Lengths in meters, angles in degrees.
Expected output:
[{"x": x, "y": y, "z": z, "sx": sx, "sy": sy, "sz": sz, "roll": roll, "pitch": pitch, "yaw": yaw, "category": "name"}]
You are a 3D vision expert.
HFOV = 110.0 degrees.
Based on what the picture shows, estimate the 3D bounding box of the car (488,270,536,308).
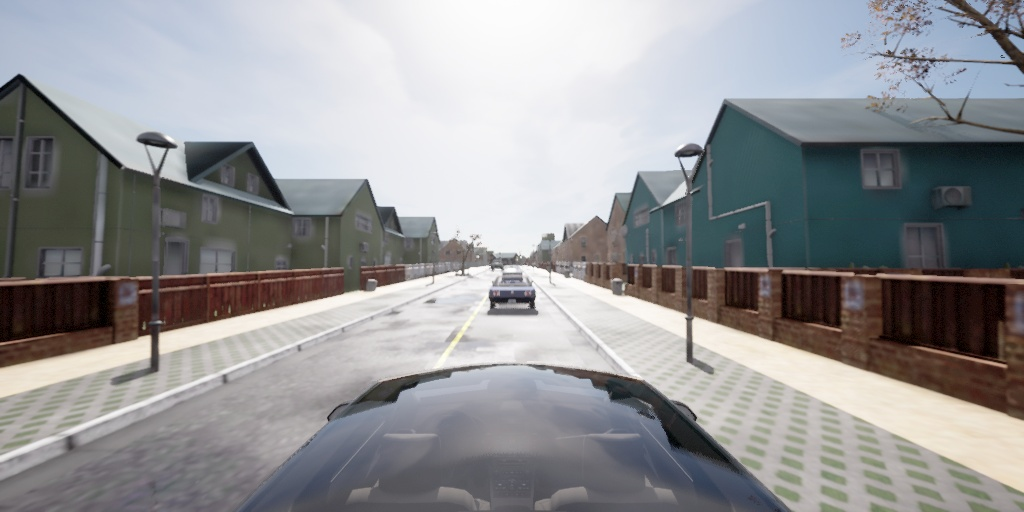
[{"x": 0.014, "y": 1.493, "z": 16.003, "sx": 1.895, "sy": 1.301, "sz": 4.718, "roll": 0, "pitch": -1, "yaw": 0, "category": "car"}]

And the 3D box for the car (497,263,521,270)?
[{"x": 0.025, "y": 1.601, "z": 30.902, "sx": 2.033, "sy": 1.411, "sz": 5.357, "roll": 0, "pitch": -1, "yaw": 0, "category": "car"}]
